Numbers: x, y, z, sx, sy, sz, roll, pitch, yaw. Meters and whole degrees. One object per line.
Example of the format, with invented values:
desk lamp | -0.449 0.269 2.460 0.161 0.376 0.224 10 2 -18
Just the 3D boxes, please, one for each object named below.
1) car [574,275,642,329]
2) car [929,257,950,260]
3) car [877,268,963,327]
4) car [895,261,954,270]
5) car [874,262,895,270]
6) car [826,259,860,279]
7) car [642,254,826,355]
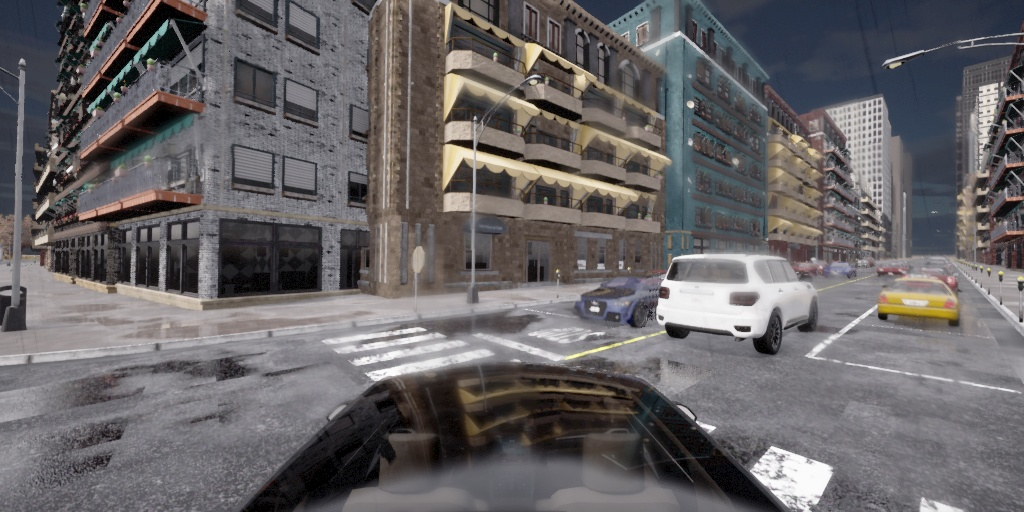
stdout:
car | 3.887 1.330 11.434 4.181 1.385 1.994 0 0 -40
car | 47.022 1.198 39.623 4.097 1.591 1.967 0 0 -40
car | 13.009 1.279 11.467 4.829 1.417 1.751 0 0 -40
car | 21.414 1.198 18.424 4.097 1.591 1.967 0 0 -40
car | 36.416 1.368 34.224 4.718 1.301 1.895 0 0 -40
car | 30.762 1.303 33.558 4.674 1.442 1.812 0 0 -39
car | 5.820 0.978 9.013 5.566 2.045 2.150 0 0 -40
